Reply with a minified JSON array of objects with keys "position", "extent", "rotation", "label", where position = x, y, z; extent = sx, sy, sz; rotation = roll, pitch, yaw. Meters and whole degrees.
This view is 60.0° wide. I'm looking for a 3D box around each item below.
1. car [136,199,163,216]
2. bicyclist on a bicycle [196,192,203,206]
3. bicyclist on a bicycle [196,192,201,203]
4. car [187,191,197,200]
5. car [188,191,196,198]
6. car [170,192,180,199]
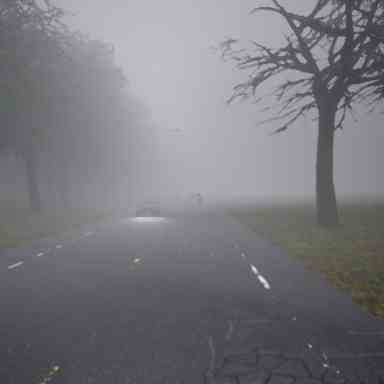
[{"position":[-3.592,1.306,28.659],"extent":[1.994,1.385,4.181],"rotation":[0,1,0],"label":"car"},{"position":[0.961,1.030,41.168],"extent":[0.866,1.612,1.509],"rotation":[0,1,0],"label":"bicyclist on a bicycle"},{"position":[0.971,0.833,51.209],"extent":[0.659,1.776,1.843],"rotation":[0,1,0],"label":"bicyclist on a bicycle"},{"position":[0.012,0.832,63.578],"extent":[2.033,1.411,5.357],"rotation":[0,1,0],"label":"car"},{"position":[0.014,0.589,77.548],"extent":[1.812,1.442,4.674],"rotation":[0,1,0],"label":"car"},{"position":[-3.487,0.708,70.325],"extent":[2.033,1.411,5.357],"rotation":[0,1,0],"label":"car"}]
